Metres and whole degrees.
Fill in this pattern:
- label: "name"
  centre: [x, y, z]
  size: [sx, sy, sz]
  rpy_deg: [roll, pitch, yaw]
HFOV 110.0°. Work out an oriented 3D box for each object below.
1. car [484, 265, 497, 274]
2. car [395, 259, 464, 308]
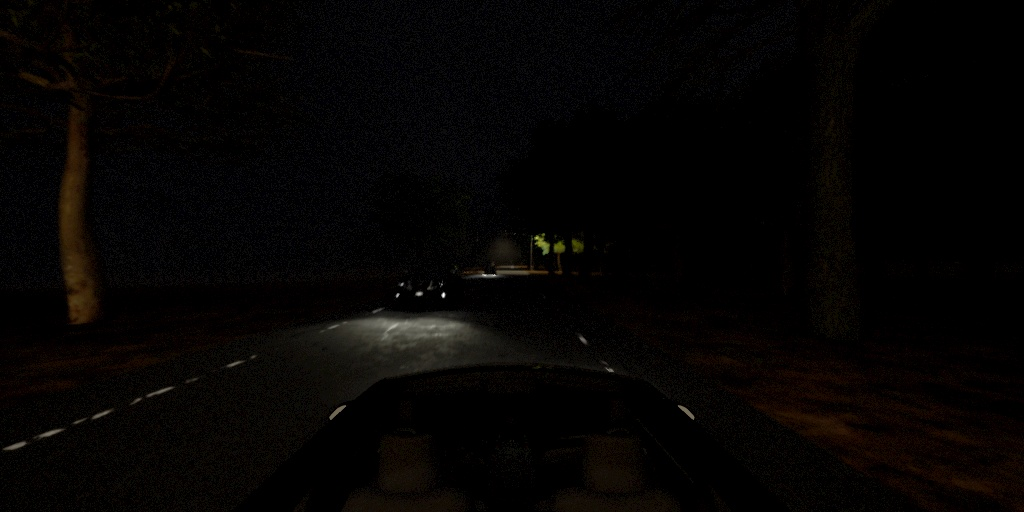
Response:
- label: "car"
  centre: [-3.532, 2.229, 58.799]
  size: [2.128, 1.511, 4.902]
  rpy_deg: [0, -1, 1]
- label: "car"
  centre: [-3.597, 1.140, 16.677]
  size: [2.150, 2.045, 5.566]
  rpy_deg: [0, -1, 0]
